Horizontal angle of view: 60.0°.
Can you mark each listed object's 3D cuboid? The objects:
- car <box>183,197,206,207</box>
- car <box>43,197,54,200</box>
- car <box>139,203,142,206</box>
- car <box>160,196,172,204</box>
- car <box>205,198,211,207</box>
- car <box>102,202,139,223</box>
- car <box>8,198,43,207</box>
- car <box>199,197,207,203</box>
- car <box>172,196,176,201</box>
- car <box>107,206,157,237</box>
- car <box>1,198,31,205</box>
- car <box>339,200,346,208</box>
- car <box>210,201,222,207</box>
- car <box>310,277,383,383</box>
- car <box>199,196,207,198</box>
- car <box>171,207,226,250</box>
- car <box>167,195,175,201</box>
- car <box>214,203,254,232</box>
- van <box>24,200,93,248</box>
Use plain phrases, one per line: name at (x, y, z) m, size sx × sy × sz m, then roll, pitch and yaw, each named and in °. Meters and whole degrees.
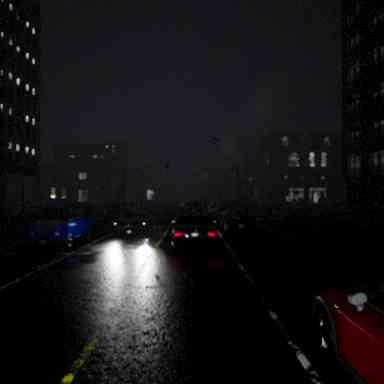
car at (0.102, 1.586, 32.845) m, size 1.882 × 1.535 × 5.008 m, roll 0°, pitch 0°, yaw 0°
car at (-25.446, 1.633, 58.260) m, size 4.829 × 1.417 × 1.752 m, roll 0°, pitch -1°, yaw 1°
car at (-5.683, 1.655, 31.791) m, size 2.008 × 1.369 × 4.403 m, roll 0°, pitch 0°, yaw 0°
car at (-5.680, 1.811, 69.869) m, size 1.802 × 1.307 × 4.206 m, roll 0°, pitch 0°, yaw 0°
car at (2.698, 1.674, 37.465) m, size 2.008 × 1.369 × 4.403 m, roll 0°, pitch 0°, yaw 0°
car at (-5.683, 1.526, 26.099) m, size 1.967 × 1.590 × 4.097 m, roll 0°, pitch 0°, yaw 0°
car at (-25.407, 1.587, 49.878) m, size 4.403 × 1.369 × 2.008 m, roll 0°, pitch -1°, yaw 1°
car at (2.701, 1.849, 80.897) m, size 1.802 × 1.307 × 4.206 m, roll 0°, pitch 0°, yaw 0°
car at (-5.679, 1.817, 80.912) m, size 2.008 × 1.369 × 4.403 m, roll 0°, pitch 0°, yaw 0°
car at (-3.098, 1.663, 18.678) m, size 1.895 × 1.301 × 4.718 m, roll 0°, pitch 0°, yaw 0°
car at (-30.812, 1.666, 58.343) m, size 4.206 × 1.307 × 1.802 m, roll 0°, pitch -1°, yaw 1°
car at (23.650, 1.842, 49.083) m, size 4.206 × 1.307 × 1.802 m, roll 0°, pitch -1°, yaw 1°
car at (2.697, 1.631, 26.081) m, size 1.887 × 1.381 × 4.507 m, roll 0°, pitch 0°, yaw 0°
car at (2.695, 1.452, 3.314) m, size 1.967 × 1.590 × 4.097 m, roll 0°, pitch 0°, yaw 0°
car at (2.700, 1.796, 69.855) m, size 1.947 × 1.339 × 4.313 m, roll 0°, pitch 0°, yaw 0°
car at (0.101, 1.595, 14.449) m, size 2.033 × 1.411 × 5.357 m, roll 0°, pitch 0°, yaw 0°
car at (-5.678, 1.744, 91.957) m, size 1.967 × 1.590 × 4.097 m, roll 0°, pitch 0°, yaw 0°
car at (2.696, 1.618, 20.389) m, size 2.008 × 1.369 × 4.403 m, roll 0°, pitch 0°, yaw 0°
van at (-5.684, 1.390, 14.716) m, size 1.690 × 1.788 × 3.998 m, roll 0°, pitch 0°, yaw 0°
